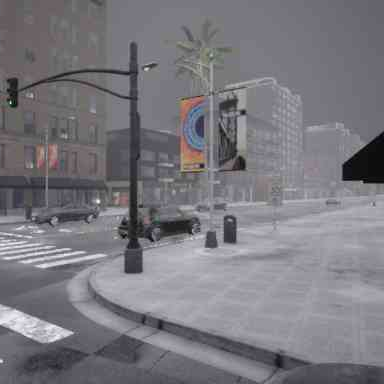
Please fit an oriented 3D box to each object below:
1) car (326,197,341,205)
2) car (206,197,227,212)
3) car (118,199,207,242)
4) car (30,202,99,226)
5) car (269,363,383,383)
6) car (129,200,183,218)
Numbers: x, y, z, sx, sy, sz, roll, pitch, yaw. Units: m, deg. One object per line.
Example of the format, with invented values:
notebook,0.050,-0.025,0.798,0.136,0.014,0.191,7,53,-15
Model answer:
car,26.381,1.709,62.054,1.994,1.385,4.181,0,0,35
car,2.361,1.402,39.546,2.097,1.767,4.553,0,0,35
car,-1.494,1.377,16.795,2.097,1.767,4.553,0,0,35
car,-8.905,1.518,23.555,1.837,1.490,4.892,0,0,35
car,2.218,1.551,1.268,4.403,1.369,2.008,0,0,35
car,-3.286,1.578,31.536,2.033,1.411,5.357,0,0,35
